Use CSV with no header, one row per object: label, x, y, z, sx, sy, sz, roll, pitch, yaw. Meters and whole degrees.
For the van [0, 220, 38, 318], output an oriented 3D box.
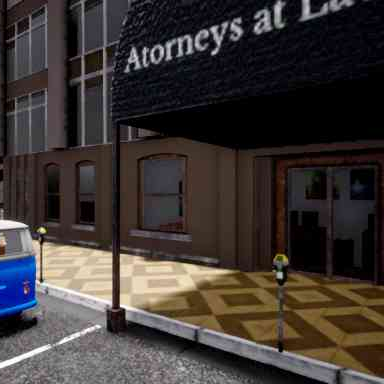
van,-4.540,1.341,6.098,3.998,1.788,1.690,0,0,35
